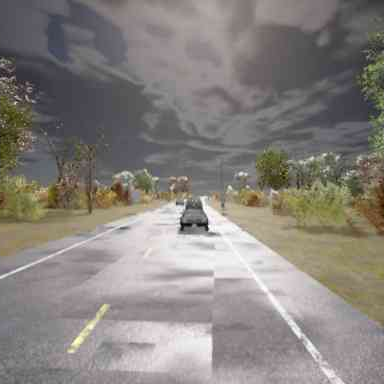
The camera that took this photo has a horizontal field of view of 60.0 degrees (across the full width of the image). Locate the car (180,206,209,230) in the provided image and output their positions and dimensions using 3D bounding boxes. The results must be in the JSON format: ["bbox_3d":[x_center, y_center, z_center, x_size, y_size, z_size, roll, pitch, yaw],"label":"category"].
[{"bbox_3d":[0.154,1.851,23.043,1.895,1.301,4.718,0,-1,0],"label":"car"}]

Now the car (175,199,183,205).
[{"bbox_3d":[-2.913,2.333,77.123,1.837,1.490,4.892,0,-1,1],"label":"car"}]

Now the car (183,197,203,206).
[{"bbox_3d":[0.284,1.689,43.085,2.150,2.045,5.566,0,0,1],"label":"car"}]
